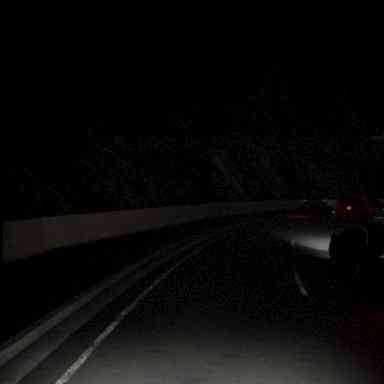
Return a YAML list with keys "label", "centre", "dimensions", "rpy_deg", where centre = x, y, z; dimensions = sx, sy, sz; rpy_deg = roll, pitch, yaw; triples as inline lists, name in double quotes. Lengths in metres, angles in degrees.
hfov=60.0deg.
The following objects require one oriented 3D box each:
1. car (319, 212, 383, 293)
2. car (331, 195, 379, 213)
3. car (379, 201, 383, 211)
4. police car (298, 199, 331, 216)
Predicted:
- label: "car"
  centre: [4.986, 1.525, 8.765]
  dimensions: [2.128, 1.511, 4.902]
  rpy_deg: [0, 0, 12]
- label: "car"
  centre: [13.481, 1.316, 27.269]
  dimensions: [2.150, 2.045, 5.566]
  rpy_deg: [0, 0, 37]
- label: "car"
  centre: [21.811, 1.374, 41.803]
  dimensions: [5.566, 2.045, 2.150]
  rpy_deg: [0, 0, -34]
- label: "police car"
  centre: [12.625, 1.522, 33.811]
  dimensions: [1.930, 1.638, 5.238]
  rpy_deg: [0, 0, 42]
